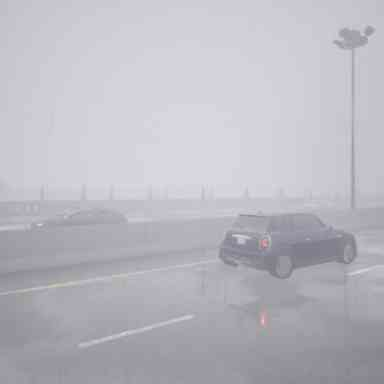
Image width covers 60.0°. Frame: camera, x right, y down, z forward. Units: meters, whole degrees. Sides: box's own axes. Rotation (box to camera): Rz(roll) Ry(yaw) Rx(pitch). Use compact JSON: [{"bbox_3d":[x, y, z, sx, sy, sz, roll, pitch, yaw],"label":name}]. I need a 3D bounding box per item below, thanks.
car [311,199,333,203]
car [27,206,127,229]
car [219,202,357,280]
[{"bbox_3d":[13.399,1.523,35.073,4.674,1.442,1.812,0,0,-36],"label":"car"},{"bbox_3d":[-5.740,1.491,17.090,4.902,1.511,2.128,0,0,-35],"label":"car"},{"bbox_3d":[3.067,1.351,10.231,4.553,1.767,2.097,0,0,-35],"label":"car"}]
